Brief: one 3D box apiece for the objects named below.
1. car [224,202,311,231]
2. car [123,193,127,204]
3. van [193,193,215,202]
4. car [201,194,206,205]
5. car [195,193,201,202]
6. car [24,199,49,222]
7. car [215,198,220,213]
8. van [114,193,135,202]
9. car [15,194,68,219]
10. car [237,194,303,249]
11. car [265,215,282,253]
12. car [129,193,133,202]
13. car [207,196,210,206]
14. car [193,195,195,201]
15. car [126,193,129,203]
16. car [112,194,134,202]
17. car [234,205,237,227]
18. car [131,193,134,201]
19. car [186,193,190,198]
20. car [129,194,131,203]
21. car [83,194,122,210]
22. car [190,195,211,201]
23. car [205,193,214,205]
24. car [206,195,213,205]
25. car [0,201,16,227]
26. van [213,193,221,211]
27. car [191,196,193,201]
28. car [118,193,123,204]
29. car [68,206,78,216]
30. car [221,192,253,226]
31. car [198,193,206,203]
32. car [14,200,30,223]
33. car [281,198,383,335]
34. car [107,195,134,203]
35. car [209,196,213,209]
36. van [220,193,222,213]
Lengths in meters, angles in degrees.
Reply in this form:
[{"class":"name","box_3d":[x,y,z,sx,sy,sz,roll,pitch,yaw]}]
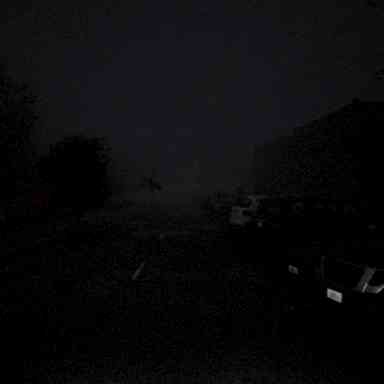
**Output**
[{"class":"car","box_3d":[4.721,1.472,20.957,5.008,1.535,2.097,1,0,-20]},{"class":"car","box_3d":[-14.463,1.490,57.232,5.366,1.575,1.946,-1,0,-23]},{"class":"van","box_3d":[2.678,1.205,75.184,4.442,1.987,1.878,1,0,-25]},{"class":"car","box_3d":[4.379,1.453,48.099,5.008,1.535,2.097,1,0,-22]},{"class":"car","box_3d":[3.991,1.194,57.137,5.566,2.045,2.435,1,0,-23]},{"class":"car","box_3d":[-13.464,1.525,24.711,4.792,1.488,2.163,-1,0,-20]},{"class":"car","box_3d":[4.729,1.499,26.990,4.792,1.488,2.163,1,0,-20]},{"class":"van","box_3d":[-15.757,1.261,78.027,4.442,1.987,1.878,-1,0,-25]},{"class":"car","box_3d":[-13.530,1.244,27.660,5.566,2.045,2.435,-1,0,-20]},{"class":"car","box_3d":[4.762,1.225,11.957,5.566,2.045,2.435,1,0,-20]},{"class":"car","box_3d":[4.713,1.507,8.924,4.792,1.488,2.163,1,0,-20]},{"class":"car","box_3d":[-14.857,1.529,66.173,4.674,1.452,2.002,-1,0,-24]},{"class":"car","box_3d":[4.650,1.463,36.017,5.008,1.535,2.097,1,0,-21]},{"class":"car","box_3d":[3.256,1.476,69.216,4.674,1.452,2.002,1,0,-25]},{"class":"car","box_3d":[-14.437,1.363,60.274,4.553,1.767,2.185,-1,0,-23]},{"class":"car","box_3d":[-15.552,1.362,75.040,4.553,1.767,2.185,-1,0,-25]},{"class":"car","box_3d":[4.732,1.475,14.947,5.008,1.535,2.097,1,0,-20]},{"class":"car","box_3d":[-14.917,1.483,69.207,5.366,1.575,1.946,-1,0,-24]},{"class":"car","box_3d":[2.057,1.423,81.170,5.366,1.575,1.946,1,0,-26]},{"class":"car","box_3d":[-14.648,1.529,63.219,4.674,1.452,2.002,-1,0,-24]},{"class":"car","box_3d":[-13.998,1.490,51.391,5.008,1.535,2.097,-1,0,-22]},{"class":"car","box_3d":[2.105,1.461,84.231,4.792,1.488,2.163,1,0,-26]},{"class":"car","box_3d":[4.520,1.332,42.054,4.553,1.767,2.185,1,0,-22]},{"class":"car","box_3d":[4.586,1.462,39.035,4.892,1.521,2.231,1,0,-21]},{"class":"car","box_3d":[-13.298,1.493,18.812,5.366,1.575,1.946,-1,0,-20]},{"class":"van","box_3d":[4.583,1.240,29.946,4.442,1.987,1.878,1,0,-20]},{"class":"car","box_3d":[3.036,1.436,72.226,4.892,1.521,2.231,1,0,-25]},{"class":"car","box_3d":[-14.173,1.365,54.342,4.553,1.767,2.185,-1,0,-23]},{"class":"car","box_3d":[-13.348,1.489,30.714,5.366,1.575,1.946,-1,0,-20]},{"class":"car","box_3d":[4.751,1.222,17.966,5.566,2.045,2.435,1,0,-20]},{"class":"car","box_3d":[4.161,1.448,54.133,5.008,1.535,2.097,1,0,-23]},{"class":"car","box_3d":[-13.507,1.527,21.708,4.792,1.488,2.163,-1,0,-20]},{"class":"car","box_3d":[4.725,1.228,5.916,5.566,2.045,2.435,1,0,-20]},{"class":"car","box_3d":[-15.492,1.488,72.000,5.366,1.575,1.946,-1,0,-25]},{"class":"car","box_3d":[4.841,1.464,33.074,5.366,1.575,1.946,1,0,-21]},{"class":"van","box_3d":[4.606,1.243,23.921,4.442,1.987,1.878,1,0,-20]}]
